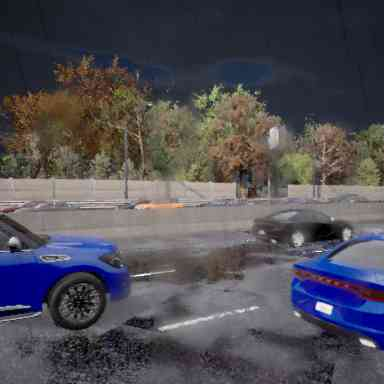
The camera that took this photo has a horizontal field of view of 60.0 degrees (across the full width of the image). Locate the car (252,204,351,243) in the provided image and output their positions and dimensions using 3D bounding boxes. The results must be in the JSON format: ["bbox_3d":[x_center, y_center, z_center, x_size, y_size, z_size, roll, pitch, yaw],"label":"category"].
[{"bbox_3d":[4.924,1.477,14.577,5.008,1.535,1.882,0,0,-30],"label":"car"}]

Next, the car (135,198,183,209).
[{"bbox_3d":[-3.077,1.352,30.401,4.553,1.767,2.097,0,0,-30],"label":"car"}]

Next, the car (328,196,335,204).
[{"bbox_3d":[22.619,1.232,49.447,5.566,2.045,2.150,0,0,-30],"label":"car"}]

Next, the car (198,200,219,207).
[{"bbox_3d":[2.206,1.601,29.436,4.718,1.301,1.895,0,0,-30],"label":"car"}]

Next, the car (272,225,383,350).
[{"bbox_3d":[3.988,1.477,5.926,5.008,1.535,1.882,0,0,-30],"label":"car"}]

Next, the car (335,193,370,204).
[{"bbox_3d":[22.053,1.359,45.067,4.553,1.767,2.097,0,0,-30],"label":"car"}]

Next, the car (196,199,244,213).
[{"bbox_3d":[3.263,1.548,38.161,5.357,1.411,2.033,0,0,-30],"label":"car"}]

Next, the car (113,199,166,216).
[{"bbox_3d":[-5.179,1.505,33.224,4.892,1.490,1.837,0,0,-30],"label":"car"}]

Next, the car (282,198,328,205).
[{"bbox_3d":[13.528,1.494,40.093,4.902,1.511,2.128,0,0,-30],"label":"car"}]

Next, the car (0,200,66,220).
[{"bbox_3d":[-13.557,1.478,28.339,5.008,1.535,1.882,0,0,-30],"label":"car"}]

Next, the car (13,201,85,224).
[{"bbox_3d":[-11.067,1.492,25.738,4.902,1.511,2.128,0,0,-30],"label":"car"}]

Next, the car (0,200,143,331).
[{"bbox_3d":[-3.860,1.219,5.398,5.566,2.045,2.150,0,0,-30],"label":"car"}]

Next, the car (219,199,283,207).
[{"bbox_3d":[4.791,1.525,26.892,4.674,1.442,1.812,0,0,-30],"label":"car"}]

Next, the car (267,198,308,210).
[{"bbox_3d":[12.495,1.550,43.543,5.357,1.411,2.033,0,0,-30],"label":"car"}]
